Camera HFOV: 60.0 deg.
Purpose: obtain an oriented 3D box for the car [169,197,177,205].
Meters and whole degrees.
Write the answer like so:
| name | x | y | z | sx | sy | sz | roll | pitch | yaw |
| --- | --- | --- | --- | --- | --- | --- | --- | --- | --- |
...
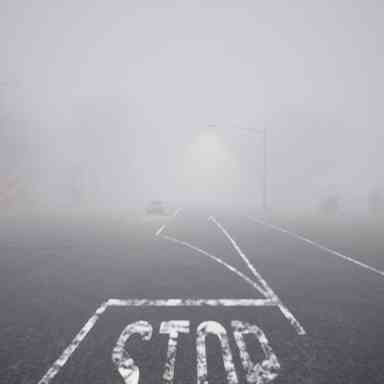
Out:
| name | x | y | z | sx | sy | sz | roll | pitch | yaw |
| --- | --- | --- | --- | --- | --- | --- | --- | --- | --- |
| car | -3.664 | 1.588 | 61.367 | 1.812 | 1.442 | 4.674 | 0 | 0 | -1 |

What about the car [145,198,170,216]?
| name | x | y | z | sx | sy | sz | roll | pitch | yaw |
| --- | --- | --- | --- | --- | --- | --- | --- | --- | --- |
| car | -3.471 | 1.533 | 32.599 | 1.837 | 1.490 | 4.892 | 0 | 0 | 0 |
